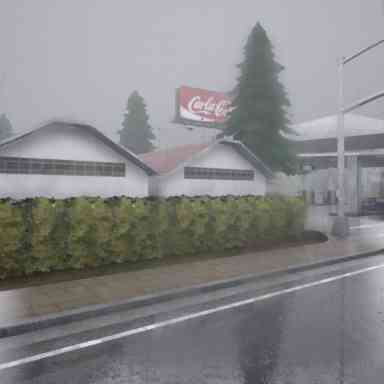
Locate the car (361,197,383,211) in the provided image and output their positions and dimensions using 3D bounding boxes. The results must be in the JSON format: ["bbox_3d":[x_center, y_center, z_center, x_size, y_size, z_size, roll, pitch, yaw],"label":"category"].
[{"bbox_3d":[22.222,1.480,40.273,4.611,1.667,2.242,0,0,-36],"label":"car"}]
